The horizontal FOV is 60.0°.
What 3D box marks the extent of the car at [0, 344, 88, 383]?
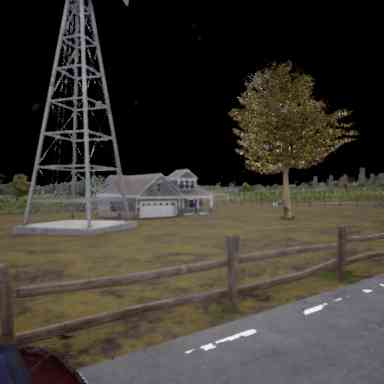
[{"bbox_3d":[-2.427,1.573,1.320,4.181,1.385,1.994,0,0,-36],"label":"car"}]
